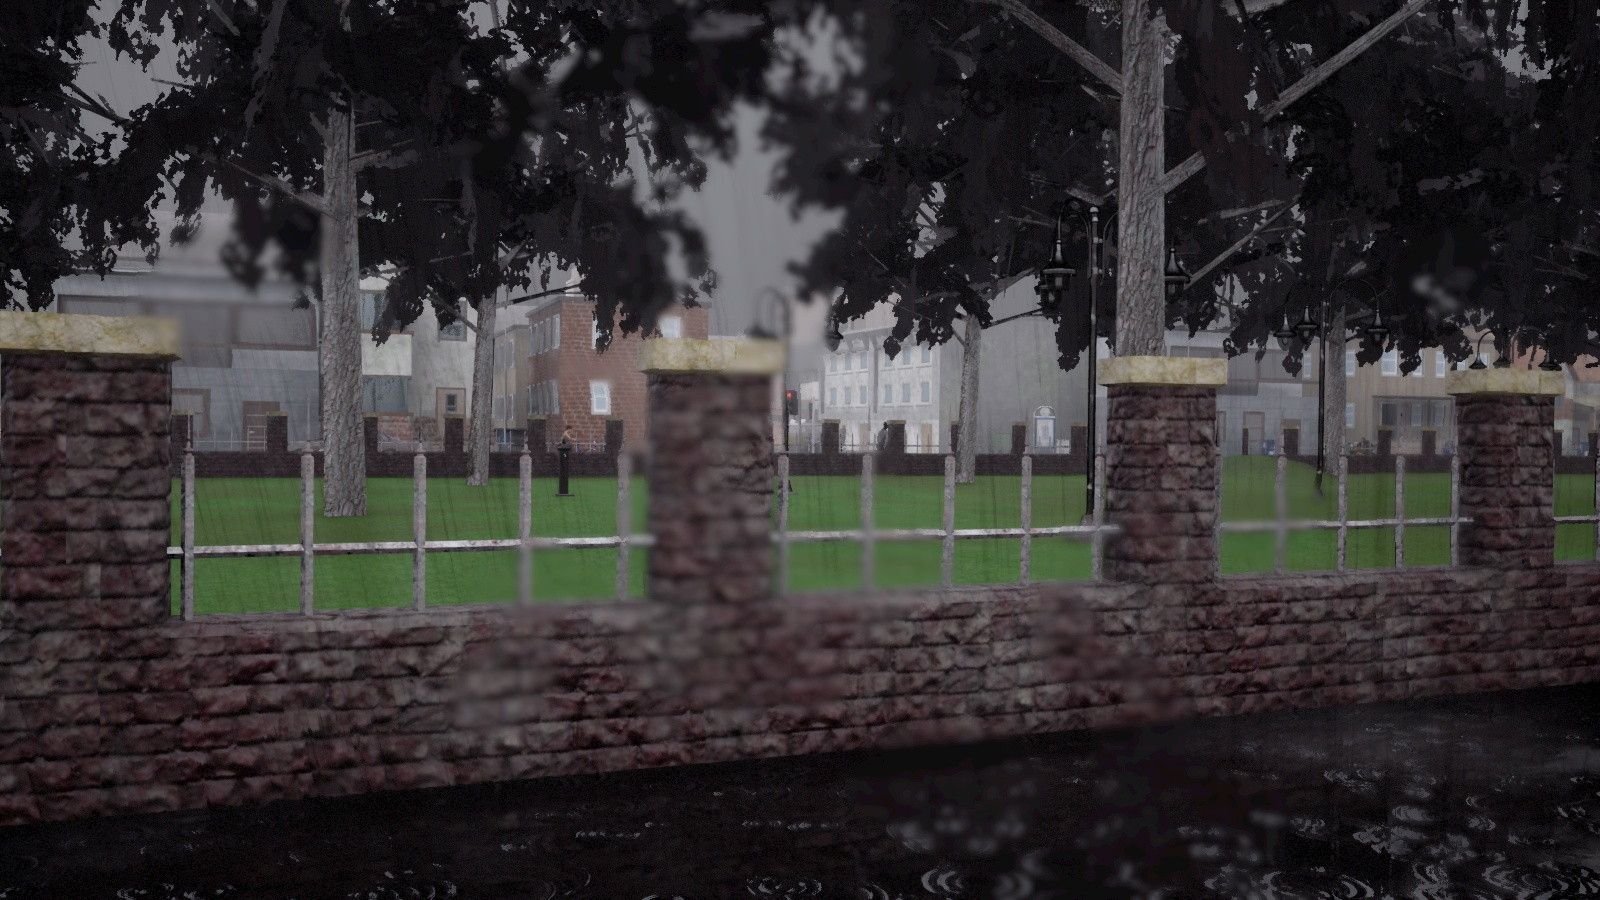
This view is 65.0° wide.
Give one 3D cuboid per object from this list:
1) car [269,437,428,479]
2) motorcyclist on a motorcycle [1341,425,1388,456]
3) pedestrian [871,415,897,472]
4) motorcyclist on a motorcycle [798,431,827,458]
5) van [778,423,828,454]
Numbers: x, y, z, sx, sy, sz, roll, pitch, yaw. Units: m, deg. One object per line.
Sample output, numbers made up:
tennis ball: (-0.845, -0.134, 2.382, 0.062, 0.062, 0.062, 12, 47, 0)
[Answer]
car: (-16.504, 0.276, 45.992, 5.357, 1.411, 2.033, -1, 1, -22)
motorcyclist on a motorcycle: (28.501, -0.507, 63.443, 2.191, 1.530, 0.866, -1, 1, -21)
pedestrian: (2.927, -0.235, 43.692, 0.788, 1.949, 0.423, -1, 1, -21)
motorcyclist on a motorcycle: (0.694, -0.323, 70.614, 0.866, 1.530, 2.191, -1, 1, -20)
van: (0.162, -0.801, 83.027, 1.775, 1.987, 4.442, -1, 1, -21)
